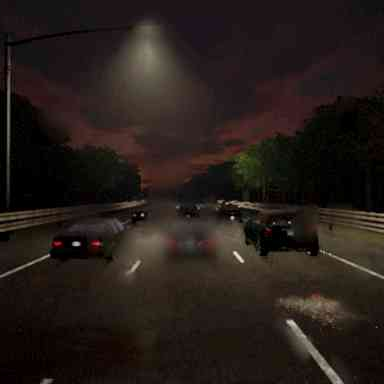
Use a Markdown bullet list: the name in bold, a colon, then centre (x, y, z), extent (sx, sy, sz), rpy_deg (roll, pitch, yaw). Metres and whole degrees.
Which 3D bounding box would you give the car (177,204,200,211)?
- **car**: centre (-0.337, 1.793, 29.524), extent (1.882, 1.535, 5.008), rpy_deg (0, -1, -1)

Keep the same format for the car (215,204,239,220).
- **car**: centre (3.176, 1.814, 28.857), extent (1.837, 1.490, 4.892), rpy_deg (0, 0, -1)

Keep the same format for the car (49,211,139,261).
- **car**: centre (-3.553, 1.668, 12.706), extent (2.033, 1.411, 5.357), rpy_deg (0, -1, 0)

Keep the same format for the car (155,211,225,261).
- **car**: centre (-0.053, 1.669, 12.743), extent (2.033, 1.411, 5.357), rpy_deg (0, -1, 0)

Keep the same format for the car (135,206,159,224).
- **car**: centre (-3.806, 1.838, 27.734), extent (2.033, 1.411, 5.357), rpy_deg (0, -1, -1)

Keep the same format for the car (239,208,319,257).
- **car**: centre (3.443, 1.481, 13.670), extent (2.097, 1.767, 4.553), rpy_deg (0, -1, 0)
